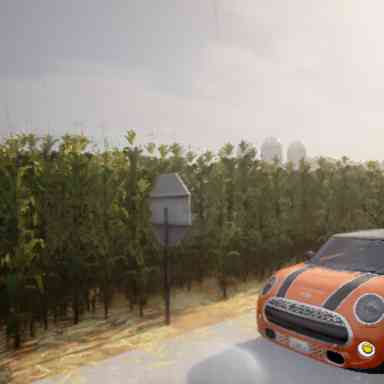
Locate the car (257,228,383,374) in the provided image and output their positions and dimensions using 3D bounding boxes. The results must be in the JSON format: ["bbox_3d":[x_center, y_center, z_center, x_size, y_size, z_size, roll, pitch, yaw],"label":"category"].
[{"bbox_3d":[3.227,1.499,5.922,4.553,1.767,2.097,0,-3,-37],"label":"car"}]
